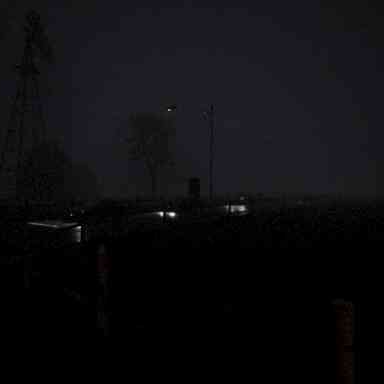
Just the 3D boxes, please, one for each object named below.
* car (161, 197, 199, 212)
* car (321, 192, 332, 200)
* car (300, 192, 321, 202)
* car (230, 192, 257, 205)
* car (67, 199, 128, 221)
[{"bbox_3d":[-1.080,1.154,32.405,1.994,1.385,4.181,1,2,35],"label":"car"},{"bbox_3d":[24.822,0.710,62.507,1.994,1.385,4.181,1,1,36],"label":"car"},{"bbox_3d":[19.020,0.800,54.327,1.812,1.442,4.674,1,2,35],"label":"car"},{"bbox_3d":[6.745,0.766,43.396,2.097,1.767,4.553,1,1,36],"label":"car"},{"bbox_3d":[-6.786,1.247,24.368,1.812,1.442,4.674,1,2,35],"label":"car"}]
